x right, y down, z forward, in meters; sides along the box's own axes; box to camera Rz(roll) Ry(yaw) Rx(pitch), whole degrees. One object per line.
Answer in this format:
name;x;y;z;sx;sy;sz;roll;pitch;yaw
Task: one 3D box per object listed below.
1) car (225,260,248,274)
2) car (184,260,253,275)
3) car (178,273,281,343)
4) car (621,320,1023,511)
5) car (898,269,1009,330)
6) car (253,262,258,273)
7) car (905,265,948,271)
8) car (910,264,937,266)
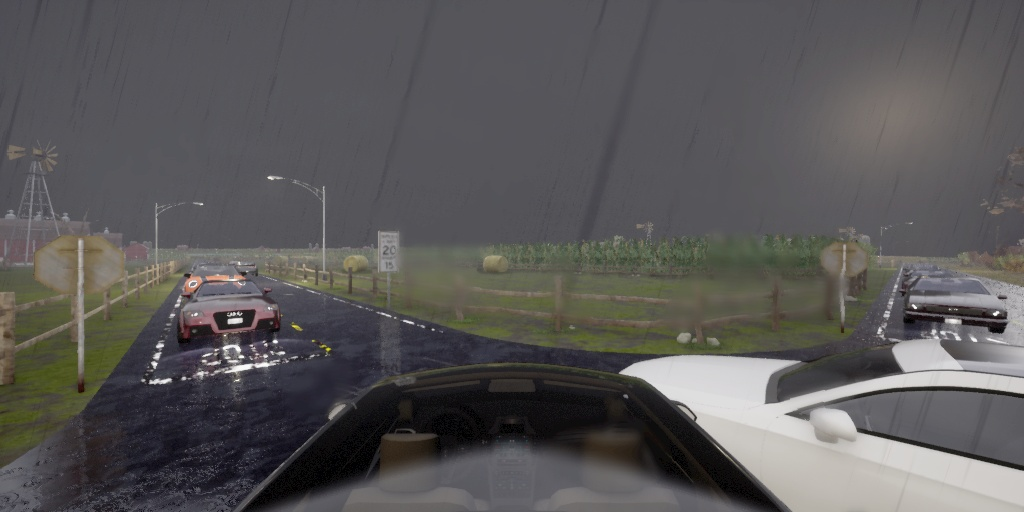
car;-33.332;1.278;43.327;1.837;1.490;4.892;0;0;-41
car;-13.578;1.131;16.467;2.097;1.767;4.553;0;0;-41
car;-7.858;1.350;9.934;1.994;1.385;4.181;0;0;-42
car;2.855;1.293;2.254;1.812;1.442;4.674;0;1;-43
car;13.611;1.335;11.232;5.357;1.411;2.033;0;1;-42
car;-26.676;1.262;35.811;2.128;1.511;4.902;0;0;-41
car;21.001;1.364;17.960;4.181;1.385;1.994;0;1;-43
car;30.518;1.315;26.602;4.902;1.511;2.128;0;1;-42
